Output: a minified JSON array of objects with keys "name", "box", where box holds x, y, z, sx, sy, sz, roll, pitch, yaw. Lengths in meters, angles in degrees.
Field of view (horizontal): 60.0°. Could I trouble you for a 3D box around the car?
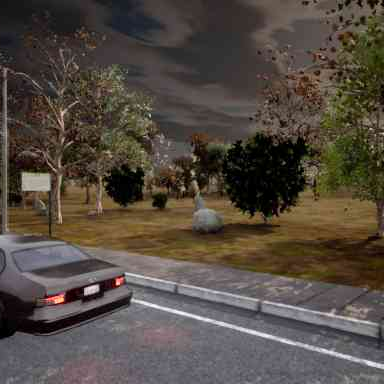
[{"name":"car","box":[-3.580,1.547,6.557,5.357,1.411,2.033,0,0,36]}]
